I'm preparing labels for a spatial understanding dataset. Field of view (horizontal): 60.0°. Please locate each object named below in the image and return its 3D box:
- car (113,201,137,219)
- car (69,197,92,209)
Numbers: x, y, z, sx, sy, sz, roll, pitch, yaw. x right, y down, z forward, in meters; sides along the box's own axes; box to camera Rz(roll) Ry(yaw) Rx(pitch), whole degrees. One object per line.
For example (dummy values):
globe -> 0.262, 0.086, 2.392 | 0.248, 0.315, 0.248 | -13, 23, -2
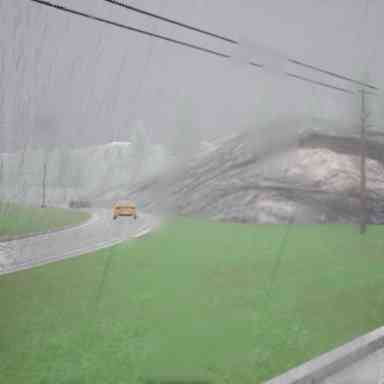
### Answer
car -> -6.129, 1.545, 30.165 | 1.882, 1.535, 5.008 | 1, 0, -14
car -> -16.102, 1.431, 47.897 | 2.097, 1.767, 4.553 | 0, 0, -34
